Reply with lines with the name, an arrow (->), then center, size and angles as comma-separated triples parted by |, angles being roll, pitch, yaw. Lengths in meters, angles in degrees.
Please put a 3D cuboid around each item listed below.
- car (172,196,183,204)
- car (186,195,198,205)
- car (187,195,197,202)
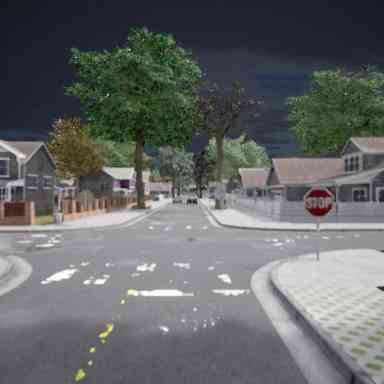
car -> -2.739, 1.495, 63.186 | 1.837, 1.490, 4.892 | 0, 0, 0
car -> 0.010, 1.467, 59.016 | 1.882, 1.535, 5.008 | 0, 0, 0
car -> 0.012, 1.407, 69.435 | 1.994, 1.385, 4.181 | 0, 0, 0
